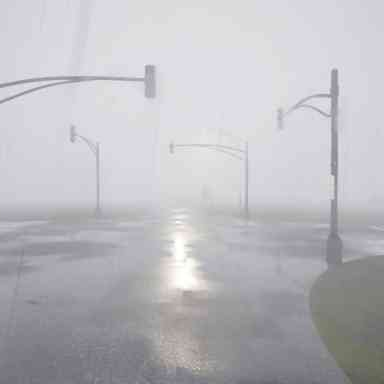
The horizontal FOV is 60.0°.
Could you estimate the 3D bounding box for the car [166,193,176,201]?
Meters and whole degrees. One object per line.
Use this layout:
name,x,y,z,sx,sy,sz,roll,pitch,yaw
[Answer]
car,-4.604,1.013,74.022,2.097,1.767,4.553,0,0,-3

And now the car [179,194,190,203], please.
car,-1.617,1.384,69.929,2.097,1.767,4.553,0,0,-3

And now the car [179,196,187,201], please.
car,-2.219,1.559,80.003,1.895,1.301,4.718,0,0,-4
